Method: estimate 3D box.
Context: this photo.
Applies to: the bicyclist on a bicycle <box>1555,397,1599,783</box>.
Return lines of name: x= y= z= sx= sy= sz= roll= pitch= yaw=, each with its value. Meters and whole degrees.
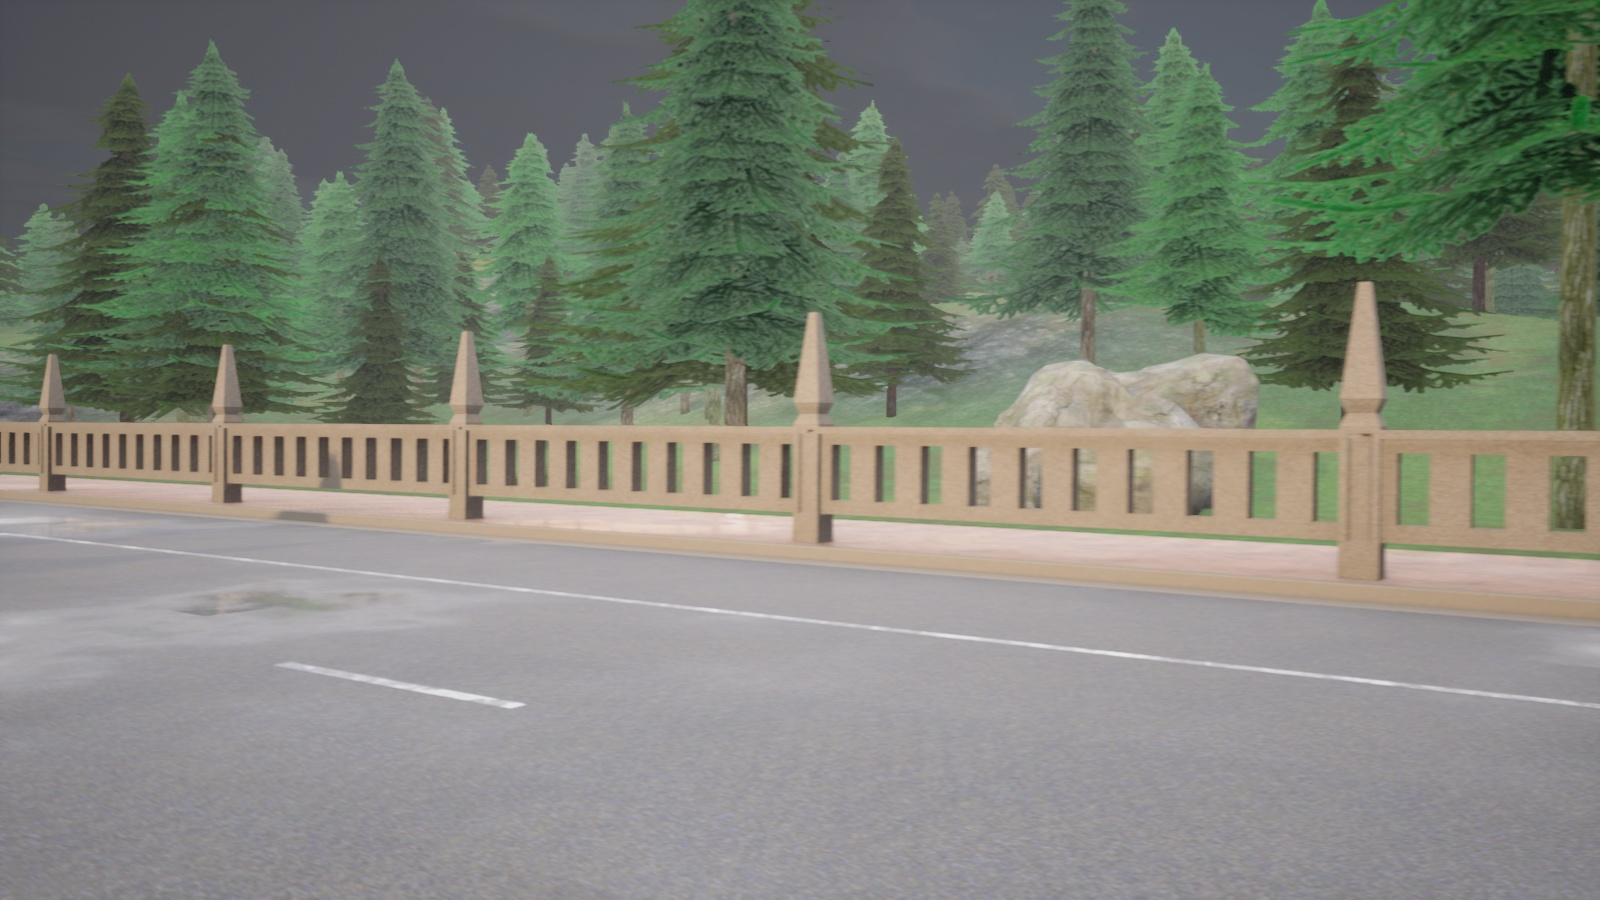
bicyclist on a bicycle: x=4.068 y=0.577 z=5.122 sx=1.656 sy=1.620 sz=0.582 roll=-1 pitch=1 yaw=34
